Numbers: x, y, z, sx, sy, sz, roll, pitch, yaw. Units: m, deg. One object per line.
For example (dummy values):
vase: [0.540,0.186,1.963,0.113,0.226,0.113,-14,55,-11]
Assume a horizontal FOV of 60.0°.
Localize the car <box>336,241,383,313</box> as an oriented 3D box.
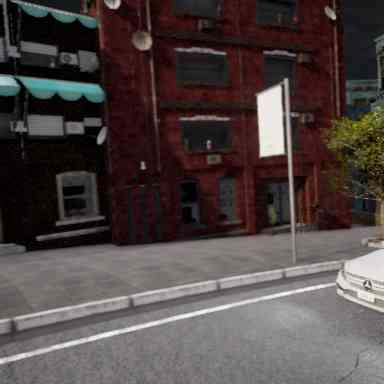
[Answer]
car: [4.976,1.444,6.480,4.674,1.442,1.812,0,1,-25]
